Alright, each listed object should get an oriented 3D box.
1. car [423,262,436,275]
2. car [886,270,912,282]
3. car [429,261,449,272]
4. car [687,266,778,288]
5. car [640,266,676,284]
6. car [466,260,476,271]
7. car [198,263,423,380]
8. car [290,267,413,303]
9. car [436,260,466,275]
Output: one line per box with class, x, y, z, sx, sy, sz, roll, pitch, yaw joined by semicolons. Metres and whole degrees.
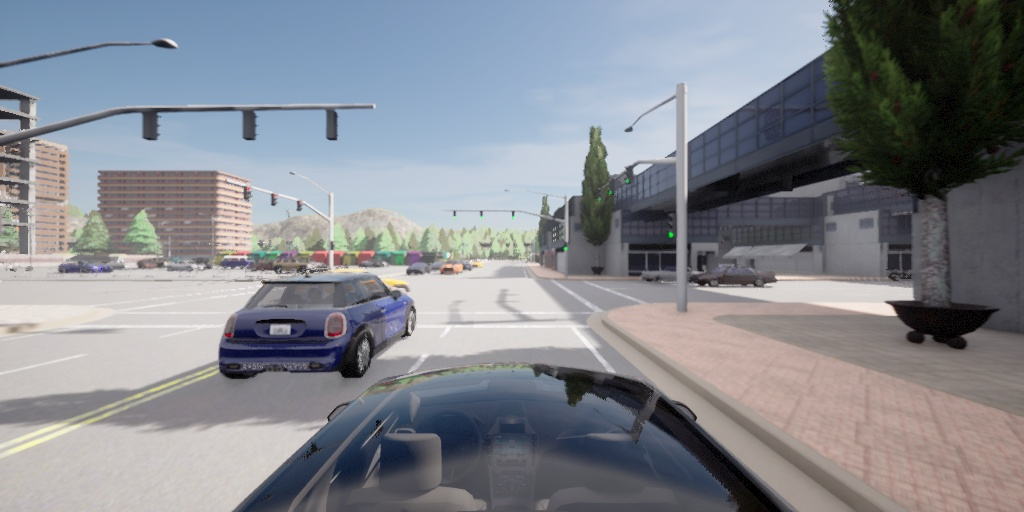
car;-10.737;1.470;41.781;2.033;1.411;5.357;0;0;1
car;32.361;1.462;27.981;4.718;1.301;1.895;0;0;0
car;-10.515;1.490;51.677;1.812;1.442;4.674;0;0;1
car;15.030;1.395;24.554;5.357;1.411;2.033;0;0;0
car;12.591;1.463;28.062;4.718;1.301;1.895;0;0;0
car;-6.978;1.534;53.049;1.994;1.385;4.181;0;0;2
car;-3.501;1.127;7.474;2.097;1.767;4.553;0;0;-1
car;-7.431;1.352;17.000;5.008;1.535;1.882;0;0;-3
car;-7.208;1.280;43.030;2.097;1.767;4.553;0;0;1
